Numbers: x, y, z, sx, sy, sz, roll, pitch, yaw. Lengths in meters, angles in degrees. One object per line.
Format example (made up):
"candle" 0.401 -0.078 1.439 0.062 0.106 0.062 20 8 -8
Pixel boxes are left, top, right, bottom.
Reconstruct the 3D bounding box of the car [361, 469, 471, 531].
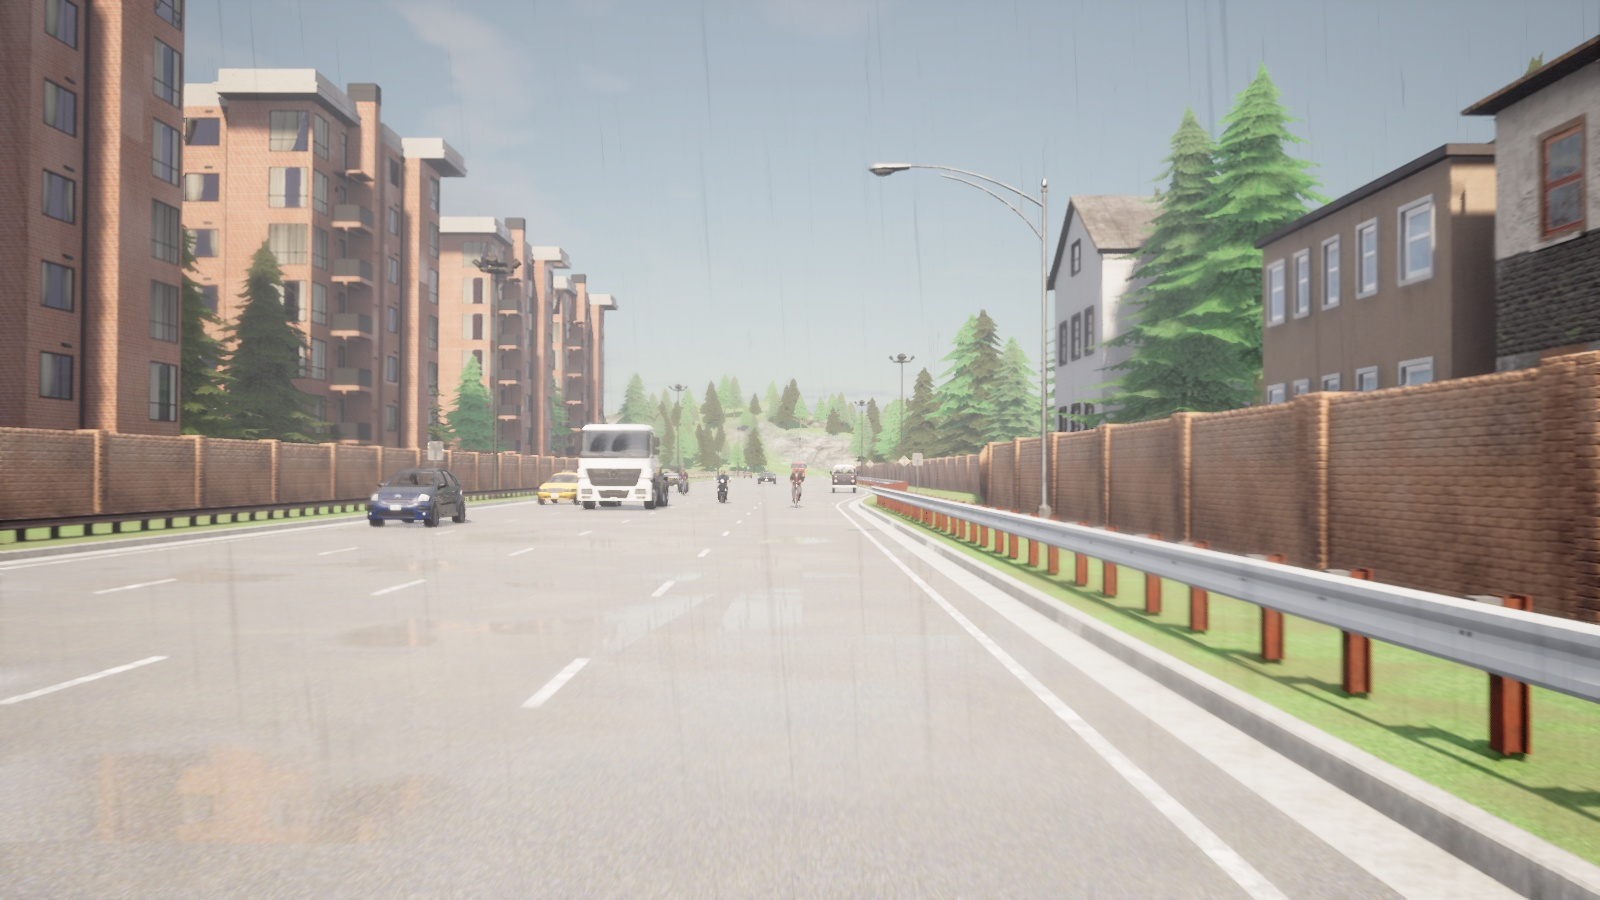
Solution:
"car" -10.585 1.339 34.903 1.851 1.617 3.988 0 -1 0

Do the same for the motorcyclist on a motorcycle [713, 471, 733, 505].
"motorcyclist on a motorcycle" -3.645 1.778 59.566 0.866 1.590 1.817 0 -1 0

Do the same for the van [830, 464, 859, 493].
"van" 3.165 2.035 90.317 2.069 2.038 4.480 0 -1 1

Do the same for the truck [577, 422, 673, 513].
"truck" -7.131 0.733 52.152 2.891 3.462 7.936 0 -1 0

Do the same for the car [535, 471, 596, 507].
"car" -10.635 1.754 57.313 1.801 1.575 5.366 0 -1 0

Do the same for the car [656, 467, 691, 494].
"car" -8.999 2.136 89.100 1.905 1.878 3.866 0 -1 -15
